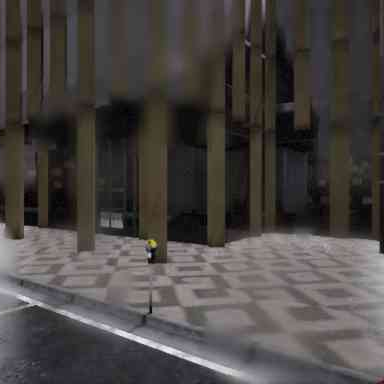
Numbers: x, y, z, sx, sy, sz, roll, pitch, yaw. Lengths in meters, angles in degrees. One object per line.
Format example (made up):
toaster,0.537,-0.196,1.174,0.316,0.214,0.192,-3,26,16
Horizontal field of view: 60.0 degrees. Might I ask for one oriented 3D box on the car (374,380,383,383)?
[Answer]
car,2.821,1.544,0.949,4.507,1.381,1.887,0,0,36
